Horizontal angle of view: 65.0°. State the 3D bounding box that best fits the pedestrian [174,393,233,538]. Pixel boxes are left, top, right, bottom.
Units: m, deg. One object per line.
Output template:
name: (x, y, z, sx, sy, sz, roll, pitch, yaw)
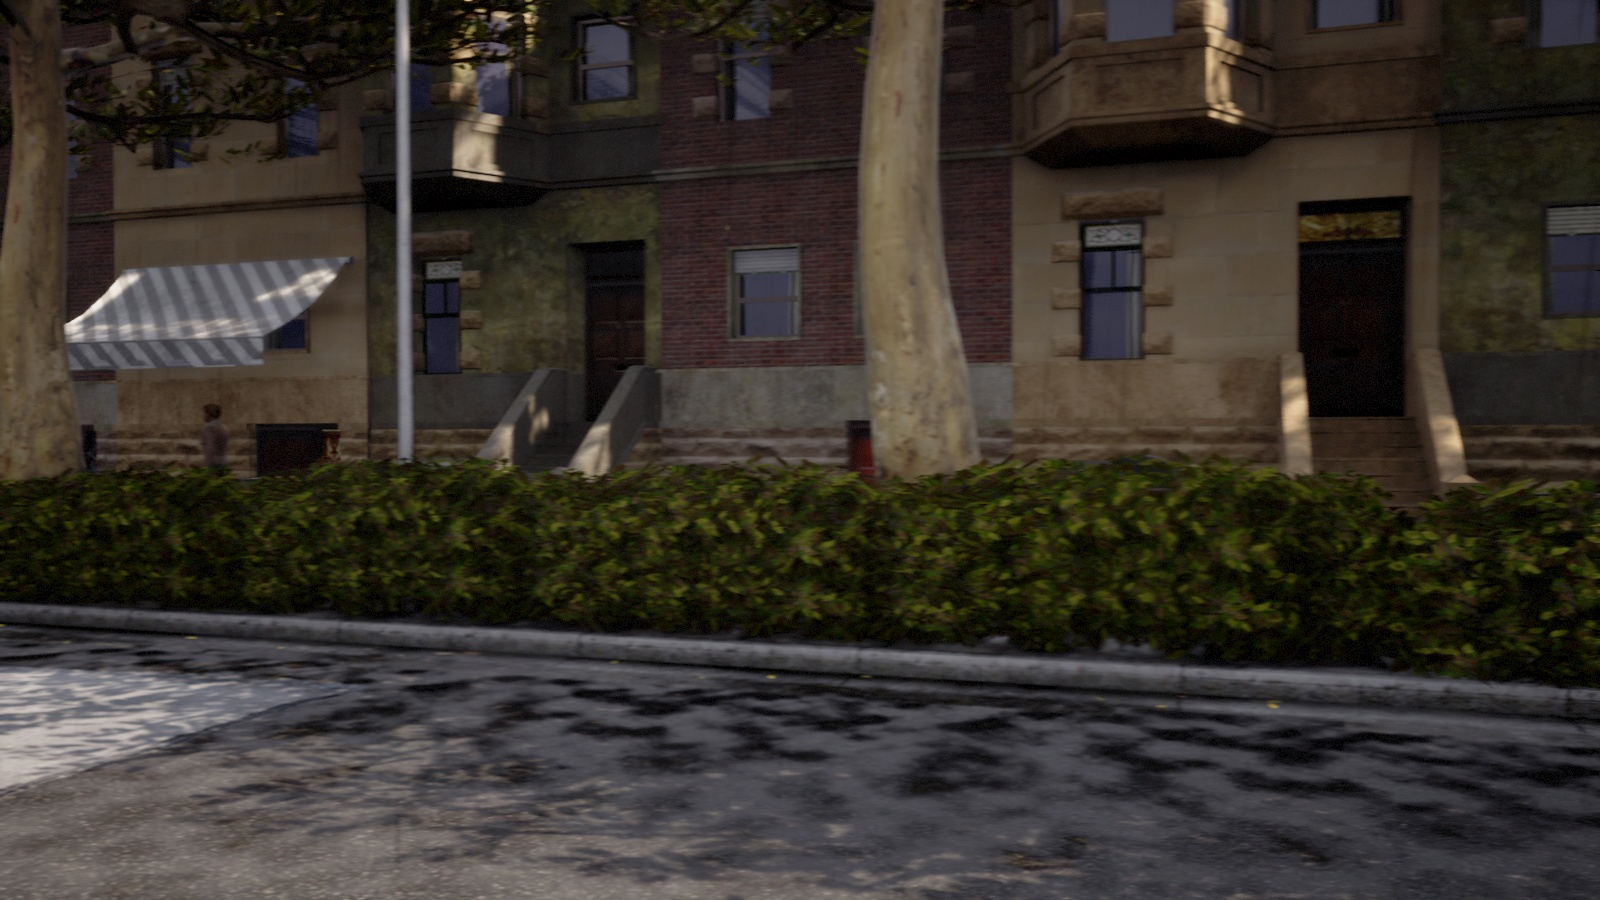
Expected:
pedestrian: (-7.716, 0.190, 16.254, 0.634, 1.846, 0.331, 1, 1, 19)
